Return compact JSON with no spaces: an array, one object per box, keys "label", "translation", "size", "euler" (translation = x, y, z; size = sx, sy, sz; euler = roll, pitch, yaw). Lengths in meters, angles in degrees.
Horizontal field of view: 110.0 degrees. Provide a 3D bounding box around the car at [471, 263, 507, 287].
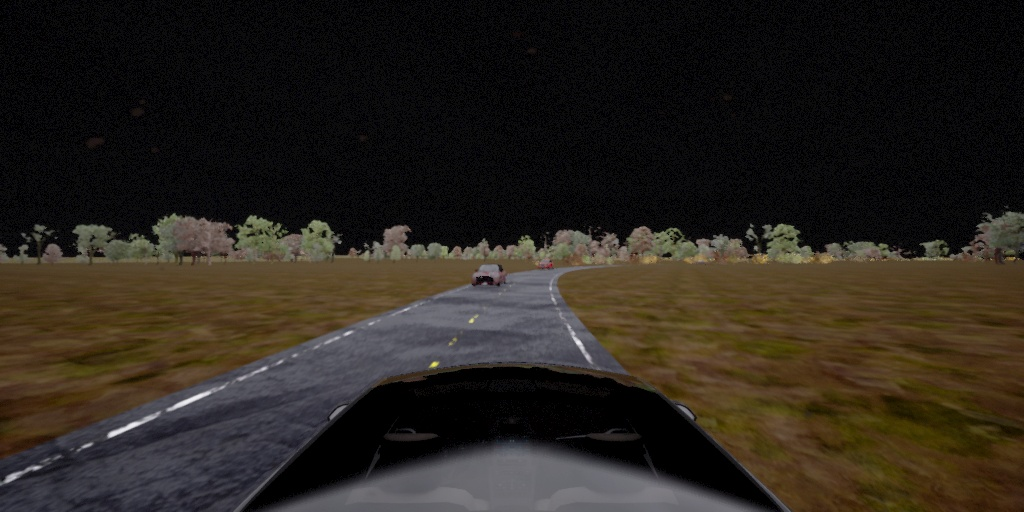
[{"label":"car","translation":[-1.651,1.367,27.137],"size":[2.097,1.767,4.553],"euler":[0,-1,7]}]
